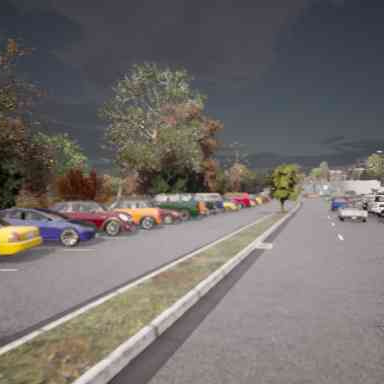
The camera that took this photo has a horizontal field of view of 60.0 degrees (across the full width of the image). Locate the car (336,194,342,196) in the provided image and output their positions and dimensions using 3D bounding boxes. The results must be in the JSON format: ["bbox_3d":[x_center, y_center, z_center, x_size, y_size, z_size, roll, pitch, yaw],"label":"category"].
[{"bbox_3d":[30.888,1.643,63.531,5.008,1.535,2.097,2,1,-2],"label":"car"}]

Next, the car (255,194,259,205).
[{"bbox_3d":[6.327,1.377,47.666,5.366,1.575,1.946,0,0,0],"label":"car"}]

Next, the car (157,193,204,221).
[{"bbox_3d":[-2.094,1.112,25.312,5.566,2.045,2.435,0,0,0],"label":"car"}]

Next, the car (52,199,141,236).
[{"bbox_3d":[-5.186,1.231,16.940,4.553,1.767,2.185,0,0,0],"label":"car"}]

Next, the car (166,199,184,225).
[{"bbox_3d":[-3.096,1.401,22.524,4.674,1.452,2.002,0,0,0],"label":"car"}]

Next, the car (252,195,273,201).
[{"bbox_3d":[17.249,1.432,81.434,4.674,1.452,2.002,0,0,-4],"label":"car"}]

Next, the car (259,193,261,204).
[{"bbox_3d":[8.177,1.259,53.249,4.553,1.767,2.185,0,0,0],"label":"car"}]

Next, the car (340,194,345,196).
[{"bbox_3d":[28.994,1.644,57.798,5.008,1.535,2.097,2,0,-2],"label":"car"}]

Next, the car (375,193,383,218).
[{"bbox_3d":[16.782,1.383,23.780,5.566,2.045,2.435,2,0,0],"label":"car"}]

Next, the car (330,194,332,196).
[{"bbox_3d":[34.446,1.676,75.081,4.674,1.452,2.002,1,1,-4],"label":"car"}]

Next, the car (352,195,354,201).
[{"bbox_3d":[24.199,1.647,43.551,5.366,1.575,1.946,2,0,0],"label":"car"}]

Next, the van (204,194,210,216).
[{"bbox_3d":[-0.919,1.140,28.109,4.442,1.987,1.878,0,0,0],"label":"van"}]

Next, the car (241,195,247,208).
[{"bbox_3d":[4.130,1.405,42.079,4.792,1.488,2.163,0,0,0],"label":"car"}]

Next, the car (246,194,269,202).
[{"bbox_3d":[13.777,1.266,70.104,4.553,1.767,2.185,0,0,-2],"label":"car"}]

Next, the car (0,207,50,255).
[{"bbox_3d":[-7.692,1.348,10.569,5.366,1.575,1.946,0,0,0],"label":"car"}]

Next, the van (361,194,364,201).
[{"bbox_3d":[20.798,1.412,35.050,4.442,1.987,1.878,2,1,0],"label":"van"}]

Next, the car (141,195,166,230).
[{"bbox_3d":[-4.093,1.233,19.724,4.553,1.767,2.185,0,0,0],"label":"car"}]

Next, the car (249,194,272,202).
[{"bbox_3d":[15.593,1.267,75.757,4.553,1.767,2.185,0,0,-3],"label":"car"}]

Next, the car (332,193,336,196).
[{"bbox_3d":[31.778,1.389,66.405,5.566,2.045,2.435,2,1,-3],"label":"car"}]

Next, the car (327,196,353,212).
[{"bbox_3d":[17.825,1.563,40.230,1.882,1.535,5.008,1,0,20],"label":"car"}]

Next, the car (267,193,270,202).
[{"bbox_3d":[12.018,1.420,64.471,4.792,1.488,2.163,0,0,-1],"label":"car"}]

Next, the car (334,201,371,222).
[{"bbox_3d":[13.121,1.678,27.428,1.895,1.301,4.718,1,0,20],"label":"car"}]

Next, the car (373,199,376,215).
[{"bbox_3d":[17.790,1.636,26.594,5.008,1.535,2.097,2,1,0],"label":"car"}]

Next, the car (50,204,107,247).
[{"bbox_3d":[-6.303,1.384,13.760,4.792,1.488,2.163,0,0,0],"label":"car"}]

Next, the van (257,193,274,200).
[{"bbox_3d":[20.534,1.162,92.860,4.442,1.987,1.878,0,0,-5],"label":"van"}]

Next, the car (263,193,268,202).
[{"bbox_3d":[11.017,1.419,61.649,4.792,1.488,2.163,0,0,-1],"label":"car"}]

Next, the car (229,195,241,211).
[{"bbox_3d":[2.233,1.369,36.490,5.366,1.575,1.946,0,0,0],"label":"car"}]

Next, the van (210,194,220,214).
[{"bbox_3d":[0.108,1.142,30.904,4.442,1.987,1.878,0,0,0],"label":"van"}]

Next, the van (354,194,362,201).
[{"bbox_3d":[22.873,1.415,40.706,4.442,1.987,1.878,2,1,0],"label":"van"}]

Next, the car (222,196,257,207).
[{"bbox_3d":[7.155,1.383,50.452,4.892,1.521,2.231,0,0,0],"label":"car"}]

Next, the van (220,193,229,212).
[{"bbox_3d":[1.135,1.144,33.699,4.442,1.987,1.878,0,0,0],"label":"van"}]

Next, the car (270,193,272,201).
[{"bbox_3d":[12.912,1.391,67.278,5.008,1.535,2.097,0,0,-2],"label":"car"}]

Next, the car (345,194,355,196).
[{"bbox_3d":[27.025,1.520,52.081,4.553,1.767,2.185,2,0,-1],"label":"car"}]

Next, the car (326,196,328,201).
[{"bbox_3d":[36.130,1.632,80.885,4.892,1.521,2.231,1,1,-4],"label":"car"}]

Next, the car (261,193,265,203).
[{"bbox_3d":[9.137,1.386,56.045,5.008,1.535,2.097,0,0,-1],"label":"car"}]

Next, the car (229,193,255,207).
[{"bbox_3d":[5.098,1.127,44.865,5.566,2.045,2.435,0,0,0],"label":"car"}]

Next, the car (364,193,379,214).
[{"bbox_3d":[18.862,1.387,29.417,5.566,2.045,2.435,2,0,0],"label":"car"}]

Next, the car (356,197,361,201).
[{"bbox_3d":[21.977,1.673,37.886,4.792,1.488,2.163,2,0,0],"label":"car"}]

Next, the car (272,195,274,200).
[{"bbox_3d":[14.508,1.389,72.915,5.366,1.575,1.946,0,0,-2],"label":"car"}]
